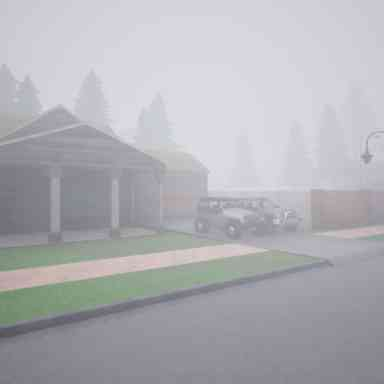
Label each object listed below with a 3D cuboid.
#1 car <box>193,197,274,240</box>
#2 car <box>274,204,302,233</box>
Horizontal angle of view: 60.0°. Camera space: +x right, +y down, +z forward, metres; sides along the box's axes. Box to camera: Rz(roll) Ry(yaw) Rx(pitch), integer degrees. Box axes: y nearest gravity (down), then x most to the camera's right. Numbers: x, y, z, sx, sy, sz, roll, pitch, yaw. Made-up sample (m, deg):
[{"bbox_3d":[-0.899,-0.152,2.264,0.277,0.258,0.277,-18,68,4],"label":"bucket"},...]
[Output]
[{"bbox_3d":[1.715,1.175,16.118,1.905,1.878,3.866,0,0,-36],"label":"car"},{"bbox_3d":[3.525,1.173,17.906,1.932,1.855,4.605,0,0,-36],"label":"car"}]
